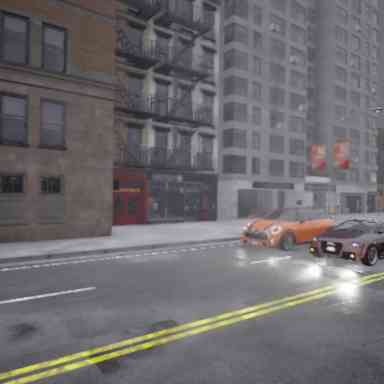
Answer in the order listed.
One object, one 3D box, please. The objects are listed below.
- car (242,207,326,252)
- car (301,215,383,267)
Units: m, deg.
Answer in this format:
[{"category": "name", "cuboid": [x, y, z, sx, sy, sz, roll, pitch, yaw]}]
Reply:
[{"category": "car", "cuboid": [4.364, 1.496, 14.789, 4.553, 1.767, 2.097, 1, 0, -36]}, {"category": "car", "cuboid": [6.190, 1.707, 12.097, 4.181, 1.385, 1.994, 1, 0, -35]}]
